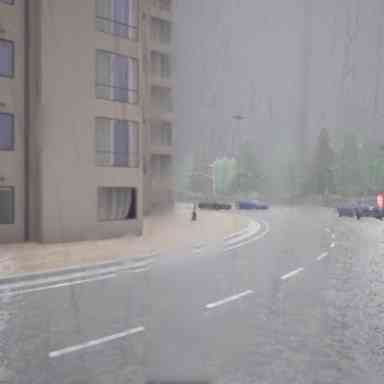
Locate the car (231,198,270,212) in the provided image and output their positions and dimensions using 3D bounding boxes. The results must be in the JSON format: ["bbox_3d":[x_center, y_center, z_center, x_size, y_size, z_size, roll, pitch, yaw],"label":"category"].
[{"bbox_3d":[7.265,1.541,40.260,1.882,1.535,5.008,0,0,-28],"label":"car"}]

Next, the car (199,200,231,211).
[{"bbox_3d":[2.887,1.673,41.066,1.895,1.301,4.718,0,0,-32],"label":"car"}]

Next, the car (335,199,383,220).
[{"bbox_3d":[14.011,1.382,28.231,2.097,1.767,4.553,0,0,-1],"label":"car"}]

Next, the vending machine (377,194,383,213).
[{"bbox_3d":[20.712,1.228,35.805,1.100,2.100,0.880,0,0,-13],"label":"vending machine"}]
